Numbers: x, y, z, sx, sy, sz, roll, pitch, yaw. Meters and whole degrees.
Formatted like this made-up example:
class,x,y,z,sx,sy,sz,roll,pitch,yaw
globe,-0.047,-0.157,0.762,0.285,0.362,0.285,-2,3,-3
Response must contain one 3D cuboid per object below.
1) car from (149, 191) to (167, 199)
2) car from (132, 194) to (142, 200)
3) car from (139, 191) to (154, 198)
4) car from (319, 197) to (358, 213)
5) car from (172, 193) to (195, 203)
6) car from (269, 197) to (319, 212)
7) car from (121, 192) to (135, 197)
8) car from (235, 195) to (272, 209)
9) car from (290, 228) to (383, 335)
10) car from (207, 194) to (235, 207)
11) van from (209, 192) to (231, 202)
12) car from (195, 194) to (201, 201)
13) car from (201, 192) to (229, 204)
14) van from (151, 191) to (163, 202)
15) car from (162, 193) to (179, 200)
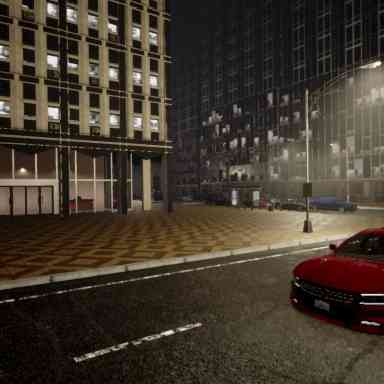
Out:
class,x,y,z,sx,sy,sz,roll,pitch,yaw
car,-8.005,0.615,77.577,2.192,1.841,5.009,0,1,-35
car,-11.682,1.039,68.147,2.008,1.369,4.403,0,1,-35
car,-11.229,0.686,82.259,1.967,1.590,4.097,0,1,-35
car,14.577,1.317,34.577,1.882,1.535,5.008,-1,1,-35
car,-1.925,1.098,58.629,1.812,1.442,4.674,-1,1,-34
car,10.781,1.424,35.310,1.947,1.339,4.313,0,1,-35
car,-17.677,0.688,91.621,2.008,1.369,4.403,0,1,-35
car,7.571,1.388,40.003,1.802,1.307,4.206,0,1,-35
car,4.031,1.474,6.571,5.008,1.535,1.882,0,0,-35
car,4.395,1.319,44.716,1.947,1.339,4.313,0,1,-35
van,4.892,0.855,58.855,1.690,1.788,3.998,0,1,-35
car,1.669,1.043,63.539,1.802,1.307,4.206,0,1,-35
car,3.877,1.020,50.124,2.097,1.767,4.553,-1,1,-34
van,-5.233,0.937,58.784,1.690,1.788,3.998,0,1,-35
car,-4.780,0.936,72.900,1.802,1.307,4.206,0,1,-35
